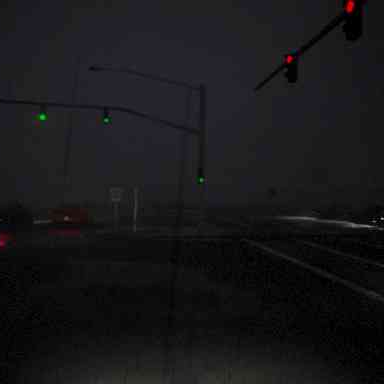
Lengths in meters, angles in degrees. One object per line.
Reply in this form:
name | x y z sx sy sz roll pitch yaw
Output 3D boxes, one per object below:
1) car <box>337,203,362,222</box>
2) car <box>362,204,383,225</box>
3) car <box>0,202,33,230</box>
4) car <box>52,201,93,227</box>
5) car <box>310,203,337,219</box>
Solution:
car | 15.014 1.740 27.793 4.674 1.442 1.812 1 0 -9
car | 15.754 1.778 24.371 5.357 1.411 2.033 1 0 -9
car | -10.746 1.323 19.354 1.812 1.442 4.674 1 0 -10
car | -7.522 1.326 21.267 1.882 1.535 5.008 1 0 -10
car | 13.276 1.745 31.058 4.181 1.385 1.994 1 0 -9
